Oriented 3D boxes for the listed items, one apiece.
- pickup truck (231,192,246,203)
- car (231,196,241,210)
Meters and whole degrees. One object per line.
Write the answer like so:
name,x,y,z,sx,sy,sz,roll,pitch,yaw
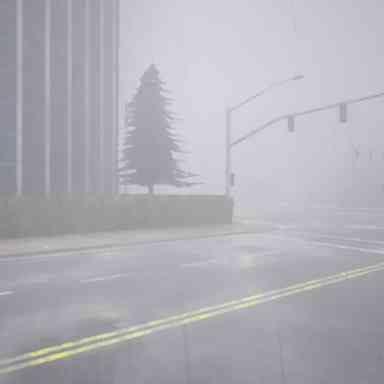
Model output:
pickup truck,9.130,1.119,68.088,2.390,2.098,6.274,0,0,-6
car,3.405,1.539,41.594,1.837,1.490,4.892,0,0,-36
